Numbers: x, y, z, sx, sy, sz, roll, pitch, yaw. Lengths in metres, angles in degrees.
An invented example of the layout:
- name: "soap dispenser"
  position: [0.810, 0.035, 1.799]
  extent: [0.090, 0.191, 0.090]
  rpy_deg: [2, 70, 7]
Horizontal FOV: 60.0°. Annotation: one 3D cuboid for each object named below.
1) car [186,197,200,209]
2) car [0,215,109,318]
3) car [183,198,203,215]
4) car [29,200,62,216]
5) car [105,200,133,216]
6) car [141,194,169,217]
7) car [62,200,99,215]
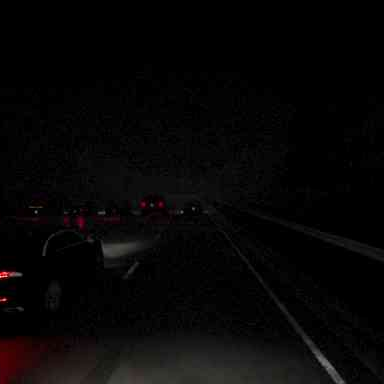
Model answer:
- name: "car"
  position: [0.135, 1.540, 47.032]
  extent: [1.812, 1.442, 4.674]
  rpy_deg: [0, 0, 0]
- name: "car"
  position: [-3.395, 1.492, 7.375]
  extent: [2.128, 1.511, 4.902]
  rpy_deg: [0, 0, 0]
- name: "car"
  position: [0.132, 1.574, 33.806]
  extent: [1.994, 1.385, 4.181]
  rpy_deg: [0, 0, 0]
- name: "car"
  position: [-13.964, 1.511, 32.227]
  extent: [1.837, 1.490, 4.892]
  rpy_deg: [0, 0, 0]
- name: "car"
  position: [-6.963, 1.485, 32.258]
  extent: [1.882, 1.535, 5.008]
  rpy_deg: [0, 0, 0]
- name: "car"
  position: [-3.470, 1.231, 31.608]
  extent: [2.150, 2.045, 5.566]
  rpy_deg: [0, 0, 0]
- name: "car"
  position: [-10.469, 1.532, 32.031]
  extent: [1.812, 1.442, 4.674]
  rpy_deg: [0, 0, 0]
